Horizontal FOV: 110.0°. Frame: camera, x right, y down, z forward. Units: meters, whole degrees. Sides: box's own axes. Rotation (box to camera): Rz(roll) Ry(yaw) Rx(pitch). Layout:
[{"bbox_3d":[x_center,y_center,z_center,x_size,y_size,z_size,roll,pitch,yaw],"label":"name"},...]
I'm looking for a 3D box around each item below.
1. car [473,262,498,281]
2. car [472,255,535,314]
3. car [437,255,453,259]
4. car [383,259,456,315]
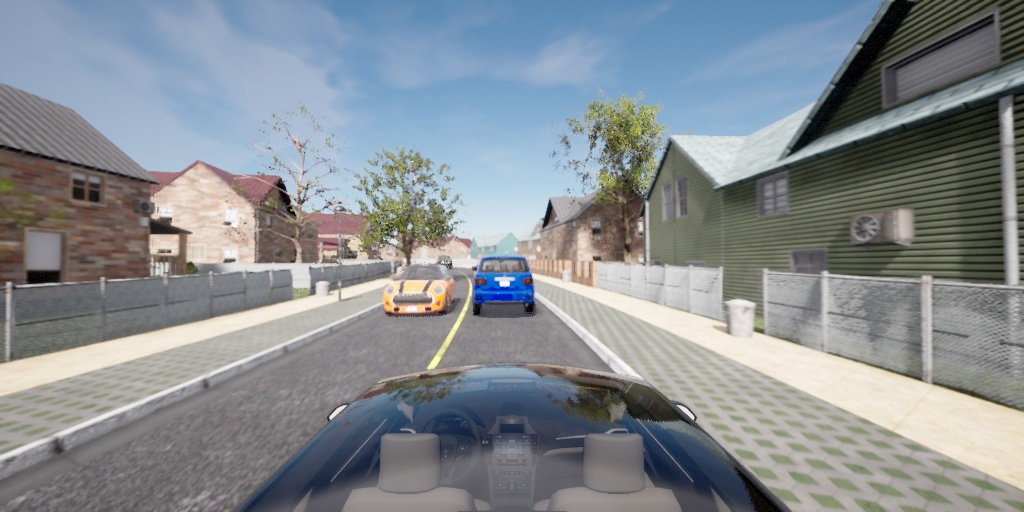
[{"bbox_3d":[-2.391,1.321,31.697,1.812,1.442,4.674,0,0,-9],"label":"car"},{"bbox_3d":[-0.405,0.991,14.154,2.150,2.045,5.566,0,0,-4],"label":"car"},{"bbox_3d":[-10.372,0.841,55.018,2.150,2.045,5.566,0,0,-16],"label":"car"},{"bbox_3d":[-3.364,1.123,13.761,2.097,1.767,4.553,0,0,-4],"label":"car"}]
